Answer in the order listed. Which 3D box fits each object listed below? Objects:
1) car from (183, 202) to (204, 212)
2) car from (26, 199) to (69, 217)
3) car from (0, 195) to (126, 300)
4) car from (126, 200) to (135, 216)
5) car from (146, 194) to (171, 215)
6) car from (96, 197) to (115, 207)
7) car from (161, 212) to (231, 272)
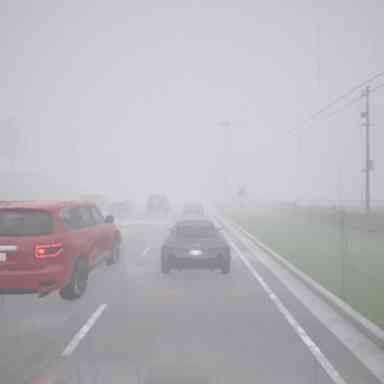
[{"bbox_3d":[0.101,1.604,31.598,1.895,1.301,4.718,0,0,0],"label":"car"},{"bbox_3d":[-13.899,1.494,32.387,2.128,1.511,4.902,0,0,0],"label":"car"},{"bbox_3d":[-3.401,1.224,8.525,2.150,2.045,5.566,0,0,0],"label":"car"},{"bbox_3d":[-6.899,1.496,33.032,2.128,1.511,4.902,0,0,0],"label":"car"},{"bbox_3d":[-3.400,1.226,34.512,2.150,2.045,5.566,0,0,0],"label":"car"},{"bbox_3d":[-13.898,1.569,53.554,1.994,1.385,4.181,0,0,0],"label":"car"},{"bbox_3d":[0.100,1.565,10.765,1.994,1.385,4.181,0,0,0],"label":"car"}]
